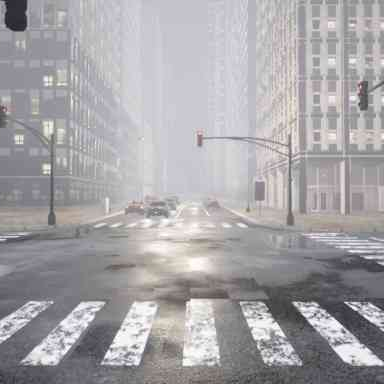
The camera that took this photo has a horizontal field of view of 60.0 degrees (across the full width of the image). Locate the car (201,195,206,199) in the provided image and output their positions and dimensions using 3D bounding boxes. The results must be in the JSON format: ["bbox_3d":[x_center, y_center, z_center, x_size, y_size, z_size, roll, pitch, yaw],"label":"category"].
[{"bbox_3d":[2.896,1.547,56.324,1.752,1.417,4.829,1,0,0],"label":"car"}]

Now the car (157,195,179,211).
[{"bbox_3d":[-2.955,1.522,41.887,1.837,1.490,4.892,0,0,0],"label":"car"}]

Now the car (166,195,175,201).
[{"bbox_3d":[-5.392,1.578,83.990,1.887,1.381,4.507,1,0,0],"label":"car"}]

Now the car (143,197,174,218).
[{"bbox_3d":[-2.996,1.516,30.353,1.837,1.490,4.892,0,0,0],"label":"car"}]

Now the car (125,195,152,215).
[{"bbox_3d":[-5.559,1.453,33.814,1.967,1.590,4.097,1,0,0],"label":"car"}]

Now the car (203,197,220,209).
[{"bbox_3d":[2.856,1.599,44.998,1.802,1.307,4.206,1,0,0],"label":"car"}]

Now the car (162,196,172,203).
[{"bbox_3d":[-5.429,1.573,72.840,1.887,1.381,4.507,1,0,0],"label":"car"}]

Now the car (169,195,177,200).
[{"bbox_3d":[-5.355,1.605,95.141,1.947,1.339,4.313,1,0,0],"label":"car"}]

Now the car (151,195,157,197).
[{"bbox_3d":[-5.519,1.332,44.965,2.192,1.841,5.009,1,0,0],"label":"car"}]

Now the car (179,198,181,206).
[{"bbox_3d":[-2.893,1.376,53.781,2.097,1.767,4.553,0,0,2],"label":"car"}]

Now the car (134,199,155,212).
[{"bbox_3d":[-5.543,1.597,39.389,1.802,1.307,4.206,1,0,0],"label":"car"}]

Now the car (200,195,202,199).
[{"bbox_3d":[2.913,1.590,61.731,1.947,1.339,4.313,1,0,0],"label":"car"}]

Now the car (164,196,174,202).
[{"bbox_3d":[-5.410,1.582,78.415,2.008,1.369,4.403,1,0,0],"label":"car"}]

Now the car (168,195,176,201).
[{"bbox_3d":[-5.373,1.587,89.565,2.008,1.369,4.403,1,0,0],"label":"car"}]
